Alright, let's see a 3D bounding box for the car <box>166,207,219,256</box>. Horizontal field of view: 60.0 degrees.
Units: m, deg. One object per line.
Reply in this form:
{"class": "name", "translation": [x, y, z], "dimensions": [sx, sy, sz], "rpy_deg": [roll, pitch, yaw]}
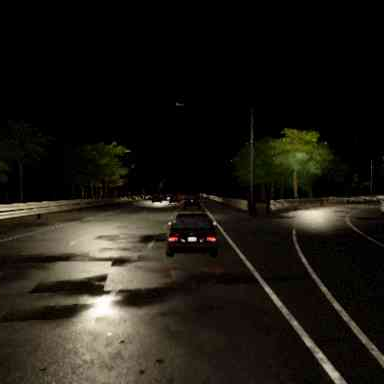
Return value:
{"class": "car", "translation": [0.006, 1.545, 13.053], "dimensions": [2.033, 1.411, 5.357], "rpy_deg": [0, 0, 0]}

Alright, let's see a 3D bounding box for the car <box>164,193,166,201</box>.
{"class": "car", "translation": [-6.984, 1.142, 77.173], "dimensions": [2.150, 2.045, 5.566], "rpy_deg": [0, 0, 0]}

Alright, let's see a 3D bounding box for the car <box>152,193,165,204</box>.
{"class": "car", "translation": [-6.985, 1.556, 66.722], "dimensions": [1.837, 1.490, 4.892], "rpy_deg": [0, 0, 0]}

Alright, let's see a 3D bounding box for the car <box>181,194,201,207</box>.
{"class": "car", "translation": [0.009, 1.230, 43.750], "dimensions": [2.150, 2.045, 5.566], "rpy_deg": [0, 0, 0]}

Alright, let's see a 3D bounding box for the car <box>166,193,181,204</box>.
{"class": "car", "translation": [-3.485, 1.411, 67.107], "dimensions": [2.097, 1.767, 4.553], "rpy_deg": [0, 0, 0]}

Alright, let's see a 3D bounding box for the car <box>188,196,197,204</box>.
{"class": "car", "translation": [0.015, 1.585, 68.384], "dimensions": [1.812, 1.442, 4.674], "rpy_deg": [0, 0, 0]}

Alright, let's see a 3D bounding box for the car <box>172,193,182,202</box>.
{"class": "car", "translation": [-3.484, 1.141, 77.173], "dimensions": [2.150, 2.045, 5.566], "rpy_deg": [0, 0, 0]}

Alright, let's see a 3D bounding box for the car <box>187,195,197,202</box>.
{"class": "car", "translation": [0.016, 1.459, 77.557], "dimensions": [2.128, 1.511, 4.902], "rpy_deg": [0, 0, 0]}
